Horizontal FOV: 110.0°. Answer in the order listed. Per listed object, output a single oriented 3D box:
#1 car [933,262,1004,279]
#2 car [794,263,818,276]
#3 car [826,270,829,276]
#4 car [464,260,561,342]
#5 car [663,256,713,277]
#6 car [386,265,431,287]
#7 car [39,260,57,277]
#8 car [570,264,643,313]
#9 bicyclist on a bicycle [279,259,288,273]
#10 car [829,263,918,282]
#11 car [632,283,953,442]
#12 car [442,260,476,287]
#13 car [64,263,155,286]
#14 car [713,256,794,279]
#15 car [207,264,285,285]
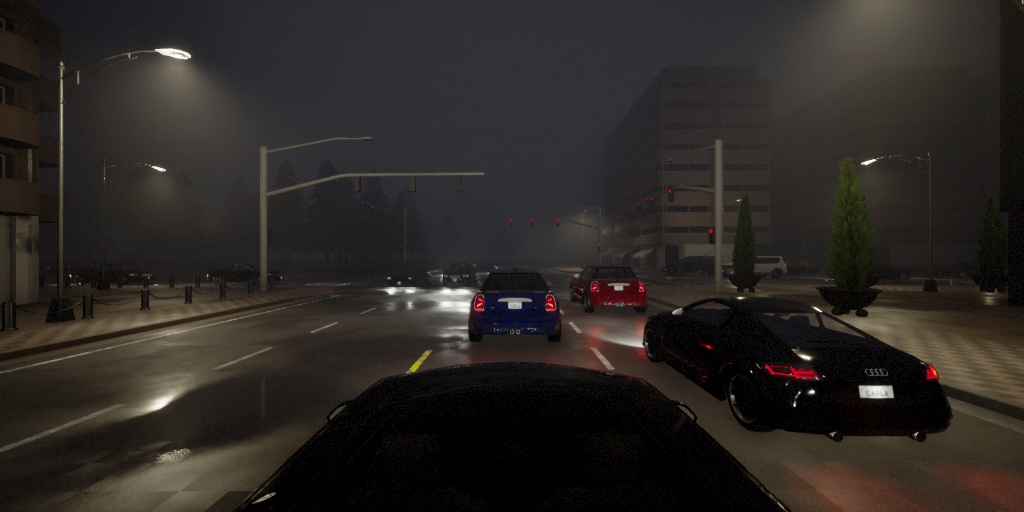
[{"bbox_3d":[42.127,1.283,33.143,5.008,1.535,1.882,0,0,0],"label":"car"},{"bbox_3d":[28.178,1.406,36.607,4.718,1.301,1.895,0,0,0],"label":"car"},{"bbox_3d":[31.802,1.331,33.118,4.674,1.442,1.812,0,0,0],"label":"car"},{"bbox_3d":[0.082,1.102,9.970,2.097,1.767,4.553,0,0,0],"label":"car"},{"bbox_3d":[18.418,1.027,36.569,5.566,2.045,2.150,0,0,0],"label":"car"},{"bbox_3d":[-7.060,1.307,25.115,2.033,1.411,5.357,0,0,0],"label":"car"},{"bbox_3d":[-47.925,1.157,36.308,4.553,1.767,2.097,0,0,0],"label":"car"},{"bbox_3d":[3.604,1.102,14.198,2.097,1.767,4.553,0,0,0],"label":"car"},{"bbox_3d":[-25.615,1.106,40.178,0.582,1.620,1.656,0,0,0],"label":"bicyclist on a bicycle"},{"bbox_3d":[29.528,1.283,29.416,5.008,1.535,1.882,0,0,0],"label":"car"},{"bbox_3d":[3.606,1.314,5.557,1.994,1.385,4.181,0,0,0],"label":"car"},{"bbox_3d":[-3.563,1.250,24.878,2.128,1.511,4.902,0,0,0],"label":"car"},{"bbox_3d":[-28.532,1.297,25.684,4.902,1.511,2.128,0,0,0],"label":"car"},{"bbox_3d":[22.165,1.027,33.085,5.566,2.045,2.150,0,0,0],"label":"car"},{"bbox_3d":[-18.998,1.297,25.721,4.902,1.511,2.128,0,0,0],"label":"car"}]
